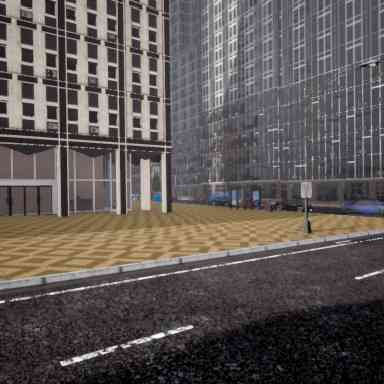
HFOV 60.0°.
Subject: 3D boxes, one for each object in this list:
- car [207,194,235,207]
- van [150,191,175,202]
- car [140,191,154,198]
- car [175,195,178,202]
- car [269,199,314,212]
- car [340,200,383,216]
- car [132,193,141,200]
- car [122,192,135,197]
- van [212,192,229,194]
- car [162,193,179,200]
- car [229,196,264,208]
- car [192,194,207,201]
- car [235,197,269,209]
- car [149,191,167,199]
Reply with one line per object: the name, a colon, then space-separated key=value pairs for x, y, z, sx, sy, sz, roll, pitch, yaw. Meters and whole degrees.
car: x=4.369 y=1.319 z=44.595 sx=1.947 sy=1.339 sz=4.313 roll=0 pitch=1 yaw=-34
van: x=-5.218 y=0.937 z=58.691 sx=1.690 sy=1.788 sz=3.998 roll=0 pitch=1 yaw=-34
car: x=-11.146 y=0.686 z=82.184 sx=1.967 sy=1.590 sz=4.097 roll=0 pitch=1 yaw=-34
car: x=-4.537 y=1.009 z=62.438 sx=1.882 sy=1.535 sz=5.008 roll=-1 pitch=1 yaw=-34
car: x=10.728 y=1.424 z=35.171 sx=1.947 sy=1.339 sz=4.313 roll=0 pitch=1 yaw=-34
car: x=16.769 y=1.420 z=31.294 sx=2.033 sy=1.411 sz=5.357 roll=-1 pitch=1 yaw=-36
car: x=-11.640 y=1.039 z=68.073 sx=2.008 sy=1.369 sz=4.403 roll=0 pitch=1 yaw=-34
car: x=-17.567 y=0.688 z=91.564 sx=2.008 sy=1.369 sz=4.403 roll=0 pitch=1 yaw=-34
van: x=4.907 y=0.855 z=58.733 sx=1.690 sy=1.788 sz=3.998 roll=0 pitch=1 yaw=-34
car: x=-4.724 y=0.936 z=72.806 sx=1.802 sy=1.307 sz=4.206 roll=0 pitch=1 yaw=-34
car: x=7.324 y=1.324 z=44.948 sx=1.895 sy=1.301 sz=4.718 roll=-1 pitch=1 yaw=-34
car: x=1.697 y=1.043 z=63.426 sx=1.802 sy=1.307 sz=4.206 roll=0 pitch=1 yaw=-34
car: x=7.531 y=1.388 z=39.873 sx=1.802 sy=1.307 sz=4.206 roll=0 pitch=1 yaw=-34
car: x=-7.935 y=0.615 z=77.493 sx=2.192 sy=1.841 sz=5.009 roll=0 pitch=1 yaw=-34
